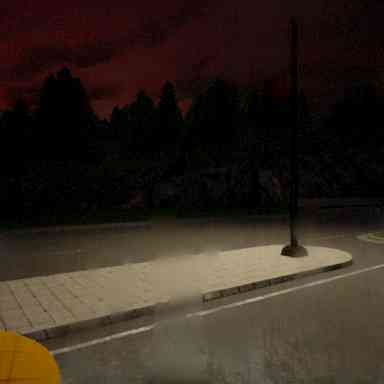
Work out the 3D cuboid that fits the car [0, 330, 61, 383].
[{"bbox_3d":[-3.210,1.478,1.457,5.008,1.535,1.882,0,0,-35],"label":"car"}]
